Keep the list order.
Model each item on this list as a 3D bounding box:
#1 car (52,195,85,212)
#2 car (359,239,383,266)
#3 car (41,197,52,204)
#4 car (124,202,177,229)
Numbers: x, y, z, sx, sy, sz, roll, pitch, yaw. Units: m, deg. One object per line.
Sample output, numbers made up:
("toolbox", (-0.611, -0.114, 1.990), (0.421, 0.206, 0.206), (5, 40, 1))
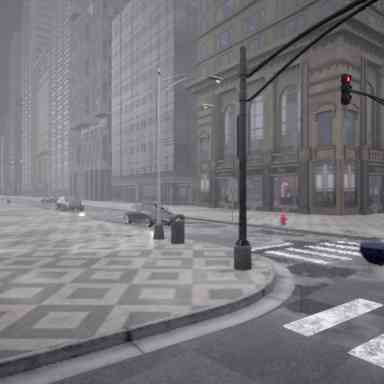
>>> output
("car", (-13.309, 1.243, 36.271), (2.097, 1.767, 4.553), (0, 0, -35))
("car", (6.791, 1.602, 7.990), (1.895, 1.301, 4.718), (0, 0, -35))
("car", (-25.093, 1.447, 58.333), (1.895, 1.301, 4.718), (0, 0, -36))
("car", (-2.802, 1.442, 21.477), (1.837, 1.490, 4.892), (0, 0, -35))
